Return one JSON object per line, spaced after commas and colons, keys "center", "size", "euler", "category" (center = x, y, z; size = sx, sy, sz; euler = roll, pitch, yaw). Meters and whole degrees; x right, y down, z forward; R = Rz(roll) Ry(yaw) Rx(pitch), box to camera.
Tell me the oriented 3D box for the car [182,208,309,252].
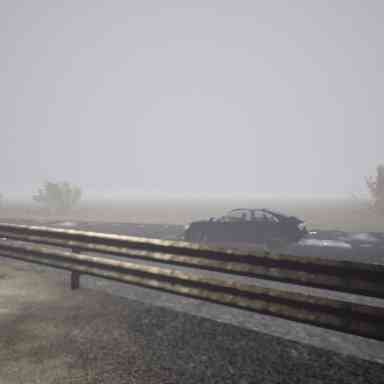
{"center": [1.999, 1.373, 13.061], "size": [4.902, 1.511, 2.128], "euler": [0, 0, 21], "category": "car"}
